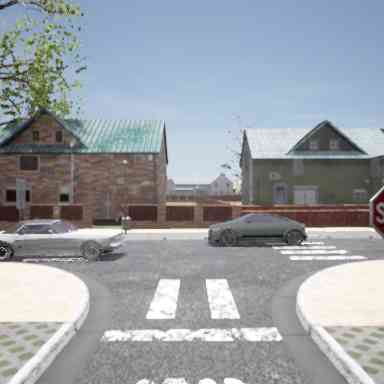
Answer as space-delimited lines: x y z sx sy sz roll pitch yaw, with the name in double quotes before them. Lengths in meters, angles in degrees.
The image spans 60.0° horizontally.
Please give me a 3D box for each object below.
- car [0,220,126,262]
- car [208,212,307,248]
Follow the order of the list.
"car" -4.754 1.619 11.600 4.718 1.301 1.895 -1 -1 1
"car" 2.770 1.578 14.461 4.181 1.385 1.994 -1 -1 1
